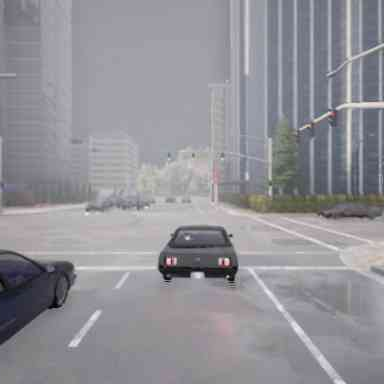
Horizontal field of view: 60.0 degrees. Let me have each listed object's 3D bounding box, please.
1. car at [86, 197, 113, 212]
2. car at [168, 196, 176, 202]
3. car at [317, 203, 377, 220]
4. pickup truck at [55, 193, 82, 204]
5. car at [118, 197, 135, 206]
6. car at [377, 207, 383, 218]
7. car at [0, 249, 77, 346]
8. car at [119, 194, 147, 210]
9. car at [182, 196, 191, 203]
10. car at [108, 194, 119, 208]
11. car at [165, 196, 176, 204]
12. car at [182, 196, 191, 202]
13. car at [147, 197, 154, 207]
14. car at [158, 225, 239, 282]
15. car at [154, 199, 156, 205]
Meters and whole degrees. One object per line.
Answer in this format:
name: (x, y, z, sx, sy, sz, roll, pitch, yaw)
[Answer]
car: (-11.343, 1.670, 40.216, 1.994, 1.385, 4.181, 0, 0, -1)
car: (-4.887, 1.739, 81.601, 1.812, 1.442, 4.674, 0, 0, -1)
car: (13.583, 1.622, 28.458, 5.357, 1.411, 2.033, 0, 0, -3)
pickup truck: (-24.770, 1.233, 66.107, 2.390, 2.098, 6.274, 0, 0, 30)
car: (-11.600, 1.648, 59.497, 2.128, 1.511, 4.902, 0, 0, -1)
car: (16.937, 1.666, 24.951, 4.718, 1.301, 1.895, 0, 0, 0)
car: (-3.434, 1.561, 4.845, 2.033, 1.411, 5.357, 0, 0, 0)
car: (-7.923, 1.340, 45.064, 2.150, 2.045, 5.566, 0, 0, -1)
car: (-1.230, 1.743, 71.895, 1.994, 1.385, 4.181, 0, 0, -1)
car: (-11.480, 1.352, 49.550, 2.150, 2.045, 5.566, 0, 0, -1)
car: (-4.720, 1.689, 71.434, 1.837, 1.490, 4.892, 0, 0, -1)
car: (-1.387, 1.755, 81.670, 2.033, 1.411, 5.357, 0, 0, -1)
car: (-8.053, 1.497, 54.814, 2.097, 1.767, 4.553, 0, 0, -1)
car: (0.287, 1.627, 9.836, 1.895, 1.301, 4.718, 0, 0, 4)
car: (-8.130, 1.735, 64.859, 1.994, 1.385, 4.181, 0, 0, 0)
